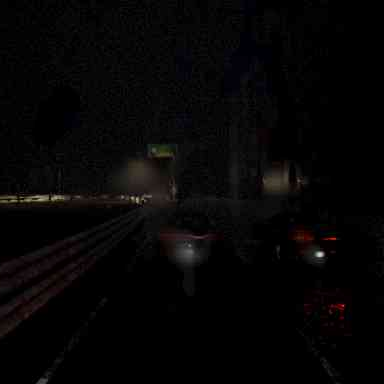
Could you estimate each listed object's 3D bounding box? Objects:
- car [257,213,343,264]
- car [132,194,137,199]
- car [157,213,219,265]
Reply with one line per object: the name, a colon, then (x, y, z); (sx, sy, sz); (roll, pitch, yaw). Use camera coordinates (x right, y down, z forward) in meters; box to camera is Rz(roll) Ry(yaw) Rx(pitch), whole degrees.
car: (3.597, 1.508, 11.789); (1.837, 1.490, 4.892); (0, 0, 0)
car: (-16.174, 1.284, 91.575); (1.837, 1.490, 4.892); (0, 0, -16)
car: (-0.178, 1.493, 11.665); (2.128, 1.511, 4.902); (0, 0, -2)
